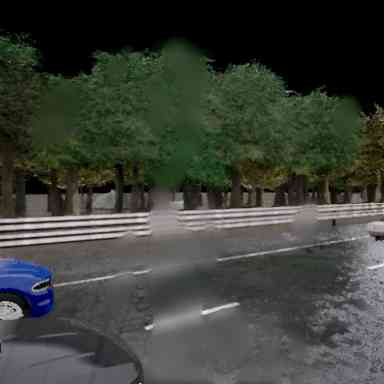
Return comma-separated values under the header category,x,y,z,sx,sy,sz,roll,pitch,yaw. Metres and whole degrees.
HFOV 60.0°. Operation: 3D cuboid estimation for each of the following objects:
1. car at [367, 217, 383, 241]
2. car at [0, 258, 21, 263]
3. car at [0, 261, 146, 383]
category,x,y,z,sx,sy,sz,roll,pitch,yaw
car,10.101,1.575,15.255,4.718,1.301,1.895,0,0,-36
car,-4.651,1.479,4.728,5.008,1.535,1.882,0,0,-36
car,-2.594,1.505,1.894,4.892,1.490,1.837,0,0,-36
